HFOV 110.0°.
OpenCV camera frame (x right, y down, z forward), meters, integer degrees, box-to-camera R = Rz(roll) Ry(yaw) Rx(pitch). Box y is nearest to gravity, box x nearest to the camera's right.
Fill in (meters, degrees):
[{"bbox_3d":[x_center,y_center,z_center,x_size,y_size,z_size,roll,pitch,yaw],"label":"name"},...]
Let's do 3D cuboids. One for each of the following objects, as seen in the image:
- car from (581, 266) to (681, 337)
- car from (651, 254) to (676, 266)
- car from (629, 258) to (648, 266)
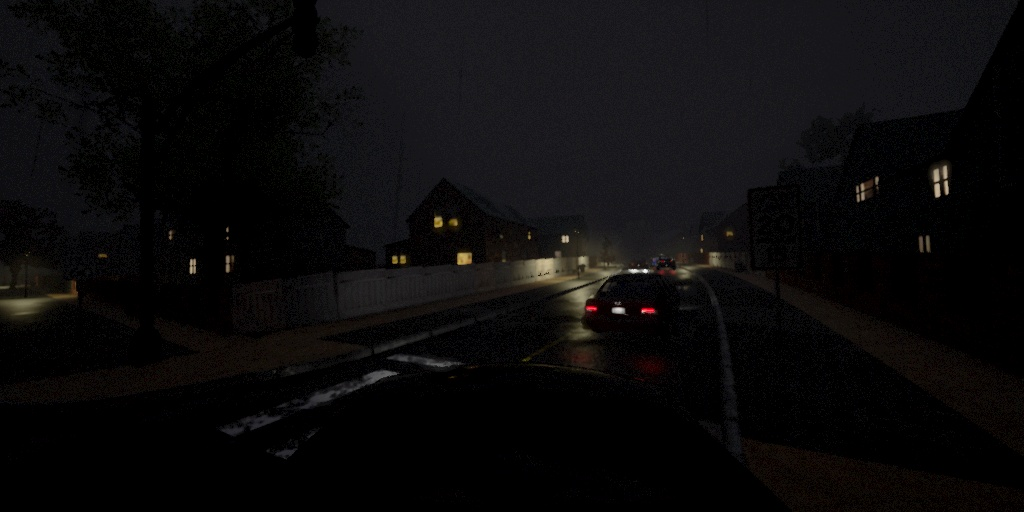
[{"bbox_3d":[3.465,1.173,9.840,2.033,1.411,5.357,-2,0,29],"label":"car"},{"bbox_3d":[16.818,0.749,39.367,2.128,1.511,4.902,-2,0,20],"label":"car"},{"bbox_3d":[15.238,0.889,43.106,1.994,1.385,4.181,-2,0,20],"label":"car"}]
